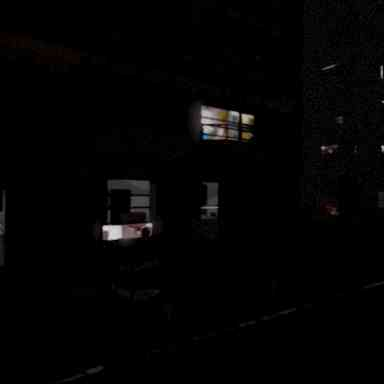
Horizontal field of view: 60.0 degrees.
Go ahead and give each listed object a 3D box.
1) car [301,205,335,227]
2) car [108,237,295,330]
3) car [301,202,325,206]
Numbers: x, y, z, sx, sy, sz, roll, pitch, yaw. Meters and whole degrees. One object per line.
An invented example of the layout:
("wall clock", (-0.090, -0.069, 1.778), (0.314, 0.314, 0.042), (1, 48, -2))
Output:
("car", (9.506, 2.099, 28.021), (1.752, 1.417, 4.829), (-1, -1, -36))
("car", (0.395, 1.628, 6.905), (4.206, 1.307, 1.802), (1, -1, -35))
("car", (12.789, 2.072, 37.698), (2.192, 1.841, 5.009), (-1, -1, -36))
